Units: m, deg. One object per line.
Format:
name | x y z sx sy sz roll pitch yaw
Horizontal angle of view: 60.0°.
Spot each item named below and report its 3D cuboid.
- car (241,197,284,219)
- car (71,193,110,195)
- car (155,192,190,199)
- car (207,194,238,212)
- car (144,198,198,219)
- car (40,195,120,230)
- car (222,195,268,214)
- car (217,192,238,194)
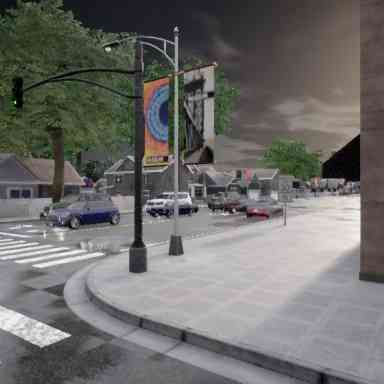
car | 6.074 1.408 27.217 1.994 1.385 4.181 0 0 36
car | -8.206 1.122 24.396 2.150 2.045 5.566 0 0 34
car | -2.215 1.065 32.707 2.150 2.045 5.566 0 0 35
car | 3.947 1.289 35.741 1.882 1.535 5.008 0 0 35
car | -1.503 1.463 28.138 1.895 1.301 4.718 0 0 36
car | -6.728 1.265 20.821 2.097 1.767 4.553 0 0 35
car | 5.129 1.334 31.481 1.837 1.490 4.892 0 1 36
car | 4.039 1.006 41.437 2.150 2.045 5.566 0 0 35
